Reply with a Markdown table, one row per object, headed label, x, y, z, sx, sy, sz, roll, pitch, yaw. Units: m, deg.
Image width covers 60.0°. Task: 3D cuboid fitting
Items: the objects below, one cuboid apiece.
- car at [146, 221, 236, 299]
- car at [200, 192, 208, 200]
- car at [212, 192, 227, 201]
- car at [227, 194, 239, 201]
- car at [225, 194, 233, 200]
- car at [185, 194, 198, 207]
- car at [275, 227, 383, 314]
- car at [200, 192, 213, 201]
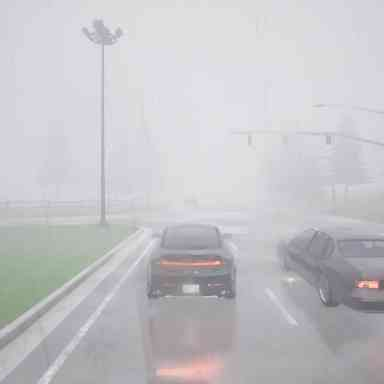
| label | x | y | z | sx | sy | sz | roll | pitch | yaw |
| --- | --- | --- | --- | --- | --- | --- | --- | --- | --- |
| car | -0.006 | 1.505 | 8.447 | 1.837 | 1.490 | 4.892 | 0 | 0 | 0 |
| car | 3.325 | 1.057 | 93.029 | 2.150 | 2.045 | 5.566 | 0 | 0 | 0 |
| car | 6.845 | 1.516 | 82.586 | 2.128 | 1.511 | 4.902 | 0 | 0 | 0 |
| car | 10.344 | 1.347 | 82.979 | 2.097 | 1.767 | 4.553 | 0 | 0 | 0 |
| car | 10.325 | 1.332 | 93.012 | 1.837 | 1.490 | 4.892 | 0 | 0 | 0 |
| car | -0.098 | 1.477 | 51.952 | 1.882 | 1.535 | 5.008 | 0 | 0 | 0 |
| car | 3.489 | 1.547 | 7.894 | 2.033 | 1.411 | 5.357 | 0 | 0 | 0 |
| car | 3.344 | 1.347 | 82.966 | 2.097 | 1.767 | 4.553 | 0 | 0 | 0 |
